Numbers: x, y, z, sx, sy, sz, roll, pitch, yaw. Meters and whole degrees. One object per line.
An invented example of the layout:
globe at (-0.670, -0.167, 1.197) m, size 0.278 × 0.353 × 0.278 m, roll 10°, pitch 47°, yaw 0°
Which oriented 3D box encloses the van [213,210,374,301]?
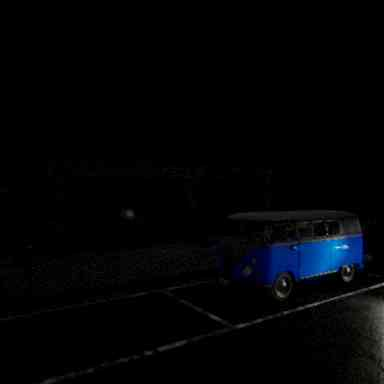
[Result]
van at (2.410, 1.341, 8.025) m, size 3.998 × 1.788 × 1.690 m, roll 0°, pitch 0°, yaw -33°

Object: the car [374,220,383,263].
car at (7.008, 1.571, 11.046) m, size 4.313 × 1.339 × 1.947 m, roll 0°, pitch 0°, yaw -33°
